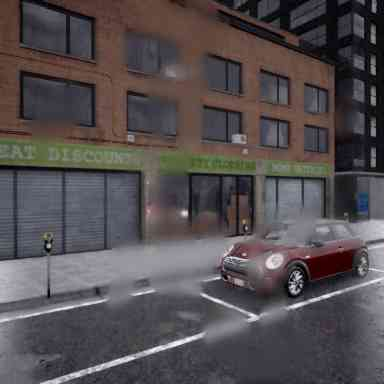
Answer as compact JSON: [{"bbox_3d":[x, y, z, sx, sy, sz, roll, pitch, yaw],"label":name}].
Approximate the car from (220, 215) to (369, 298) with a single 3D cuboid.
[{"bbox_3d":[2.644,1.440,8.421,4.097,1.590,1.967,0,0,-36],"label":"car"}]
